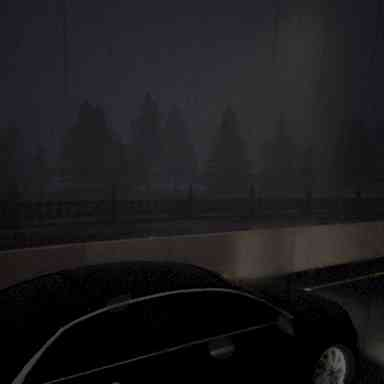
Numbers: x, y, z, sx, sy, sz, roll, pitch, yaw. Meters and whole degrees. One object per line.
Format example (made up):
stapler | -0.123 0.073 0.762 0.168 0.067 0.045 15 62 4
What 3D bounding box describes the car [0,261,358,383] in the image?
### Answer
car | -0.281 1.494 3.366 4.892 1.490 1.837 0 0 -34
